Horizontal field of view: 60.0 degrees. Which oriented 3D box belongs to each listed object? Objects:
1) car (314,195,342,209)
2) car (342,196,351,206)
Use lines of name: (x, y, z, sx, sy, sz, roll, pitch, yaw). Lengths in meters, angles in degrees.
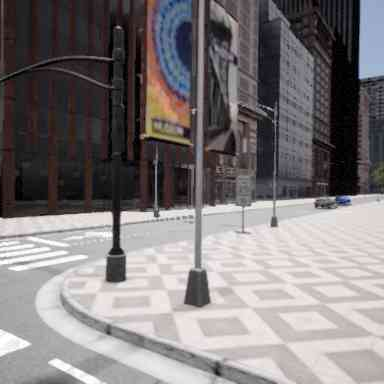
car: (16.891, 1.323, 42.028, 2.128, 1.511, 4.902, 1, 1, 36)
car: (22.669, 1.264, 50.275, 1.882, 1.535, 5.008, 1, 1, 35)
